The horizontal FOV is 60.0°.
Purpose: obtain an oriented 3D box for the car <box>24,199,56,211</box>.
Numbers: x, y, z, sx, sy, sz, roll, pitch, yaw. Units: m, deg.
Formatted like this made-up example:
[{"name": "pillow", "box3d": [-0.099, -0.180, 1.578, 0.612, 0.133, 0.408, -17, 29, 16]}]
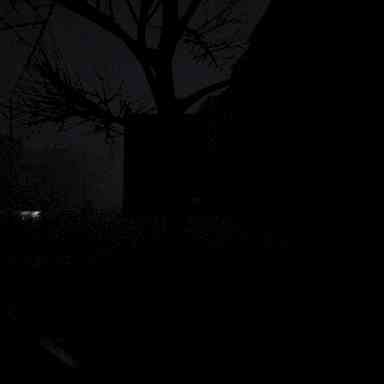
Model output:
[{"name": "car", "box3d": [-19.335, 1.618, 42.481, 1.837, 1.490, 4.892, 1, 0, 8]}]
